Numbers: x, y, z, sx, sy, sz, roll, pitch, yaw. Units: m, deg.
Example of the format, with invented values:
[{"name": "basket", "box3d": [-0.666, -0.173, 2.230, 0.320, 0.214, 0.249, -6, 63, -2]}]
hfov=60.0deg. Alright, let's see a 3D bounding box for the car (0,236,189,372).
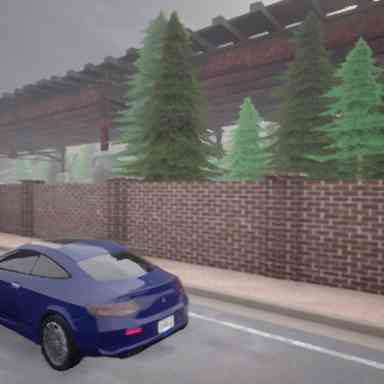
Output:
[{"name": "car", "box3d": [-2.197, 1.479, 5.557, 4.674, 1.442, 1.812, 1, 0, 36]}]
